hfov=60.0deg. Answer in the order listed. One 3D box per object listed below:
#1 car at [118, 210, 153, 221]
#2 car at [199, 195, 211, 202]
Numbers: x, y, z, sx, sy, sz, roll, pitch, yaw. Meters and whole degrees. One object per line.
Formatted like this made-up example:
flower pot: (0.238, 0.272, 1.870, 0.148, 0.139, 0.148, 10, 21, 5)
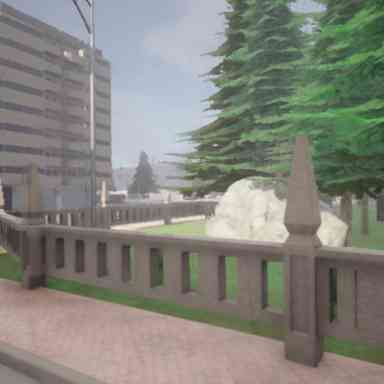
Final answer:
car: (-4.091, 1.784, 28.777, 1.895, 1.301, 4.718, -1, 0, 31)
car: (2.471, 1.443, 53.222, 2.150, 2.045, 5.566, -1, 0, 31)
